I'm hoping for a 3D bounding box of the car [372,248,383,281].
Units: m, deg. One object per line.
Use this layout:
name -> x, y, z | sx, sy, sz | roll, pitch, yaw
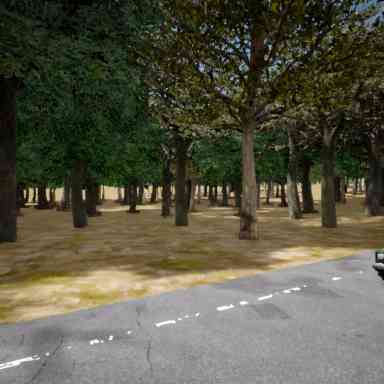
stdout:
car -> 6.582, 1.580, 8.376 | 4.718, 1.301, 1.895 | 0, 0, -34
